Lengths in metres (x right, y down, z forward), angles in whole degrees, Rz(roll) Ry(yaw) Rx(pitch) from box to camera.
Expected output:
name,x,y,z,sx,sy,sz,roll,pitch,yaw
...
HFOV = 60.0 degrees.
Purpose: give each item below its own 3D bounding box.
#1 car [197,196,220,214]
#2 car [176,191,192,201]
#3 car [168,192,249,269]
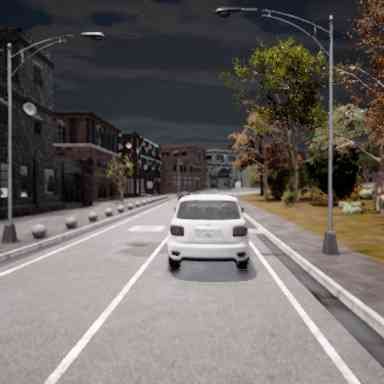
name,x,y,z,sx,sy,sz,roll,pitch,yaw
car,1.479,1.071,29.289,1.895,1.301,4.718,0,1,3
car,-1.093,0.625,49.631,1.895,1.301,4.718,0,1,4
car,0.533,1.070,10.736,2.150,2.045,5.566,0,1,3
